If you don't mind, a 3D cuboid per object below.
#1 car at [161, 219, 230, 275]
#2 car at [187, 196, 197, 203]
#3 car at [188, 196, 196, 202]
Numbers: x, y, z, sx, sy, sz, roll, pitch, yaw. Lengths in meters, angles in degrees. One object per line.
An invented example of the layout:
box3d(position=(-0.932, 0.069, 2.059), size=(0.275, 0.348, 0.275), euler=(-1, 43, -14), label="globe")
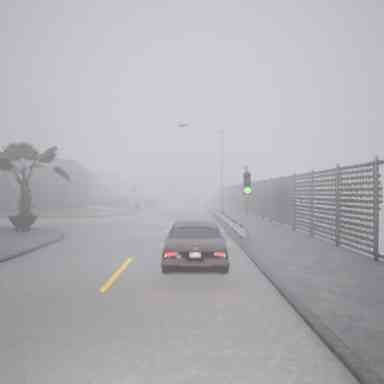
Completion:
box3d(position=(0.084, 1.562, 10.475), size=(2.033, 1.411, 5.357), euler=(0, 0, 0), label="car")
box3d(position=(-0.027, 1.649, 71.276), size=(1.994, 1.385, 4.181), euler=(0, 0, 0), label="car")
box3d(position=(-0.034, 1.663, 81.753), size=(1.994, 1.385, 4.181), euler=(0, 0, 0), label="car")
